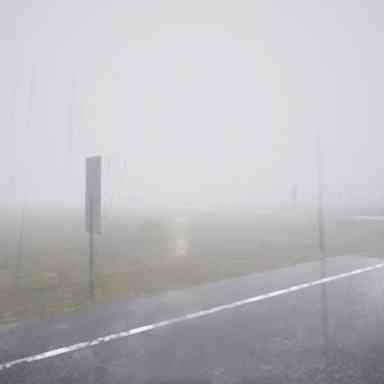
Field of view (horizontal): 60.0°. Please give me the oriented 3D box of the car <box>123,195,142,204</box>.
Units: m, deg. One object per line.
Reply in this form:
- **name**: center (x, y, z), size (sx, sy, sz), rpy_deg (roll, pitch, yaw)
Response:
- **car**: center (-11.031, 1.390, 61.790), size (2.097, 1.767, 4.553), rpy_deg (0, 0, -36)
